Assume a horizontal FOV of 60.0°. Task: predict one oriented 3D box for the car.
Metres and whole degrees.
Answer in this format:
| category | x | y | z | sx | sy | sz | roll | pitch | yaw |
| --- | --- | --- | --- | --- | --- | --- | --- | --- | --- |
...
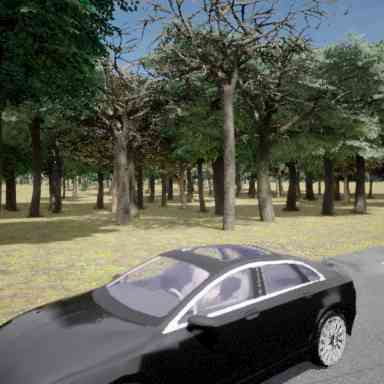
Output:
| category | x | y | z | sx | sy | sz | roll | pitch | yaw |
| --- | --- | --- | --- | --- | --- | --- | --- | --- | --- |
| car | 0.138 | 1.491 | 4.144 | 4.902 | 1.511 | 2.128 | 0 | 0 | -36 |
